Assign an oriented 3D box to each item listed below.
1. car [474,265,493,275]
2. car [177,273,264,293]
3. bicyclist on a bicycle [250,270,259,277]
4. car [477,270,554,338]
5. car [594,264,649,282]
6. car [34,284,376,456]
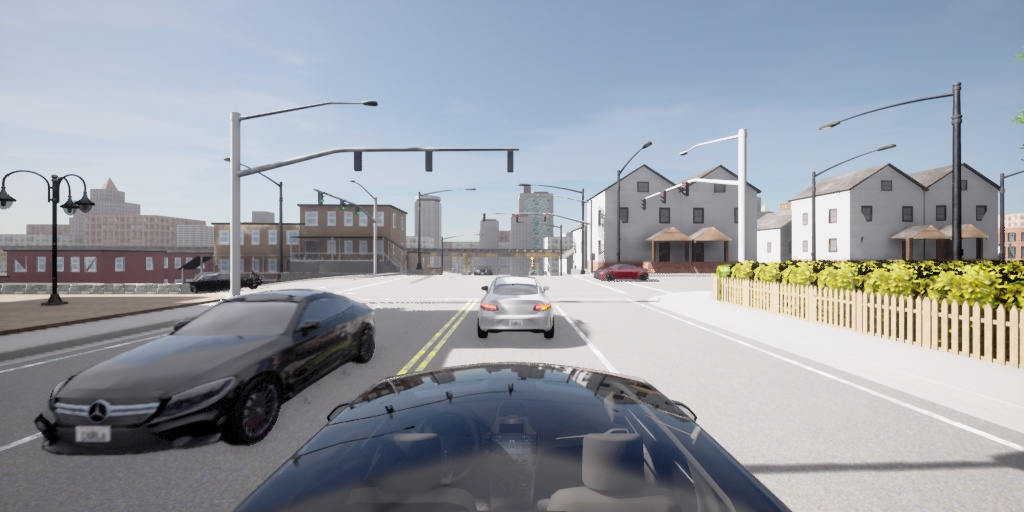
[{"bbox_3d":[-3.516,2.162,45.252,2.150,2.045,5.566,0,-9,0],"label":"car"},{"bbox_3d":[-19.974,1.845,24.705,4.718,1.301,1.895,-4,0,-1],"label":"car"},{"bbox_3d":[-25.565,2.214,35.591,0.582,1.620,1.656,-8,0,0],"label":"bicyclist on a bicycle"},{"bbox_3d":[0.102,1.276,10.011,1.812,1.442,4.674,0,0,0],"label":"car"},{"bbox_3d":[8.665,1.320,28.581,4.181,1.385,1.994,0,0,-4],"label":"car"},{"bbox_3d":[-3.601,1.276,5.415,1.812,1.442,4.674,0,0,0],"label":"car"}]
